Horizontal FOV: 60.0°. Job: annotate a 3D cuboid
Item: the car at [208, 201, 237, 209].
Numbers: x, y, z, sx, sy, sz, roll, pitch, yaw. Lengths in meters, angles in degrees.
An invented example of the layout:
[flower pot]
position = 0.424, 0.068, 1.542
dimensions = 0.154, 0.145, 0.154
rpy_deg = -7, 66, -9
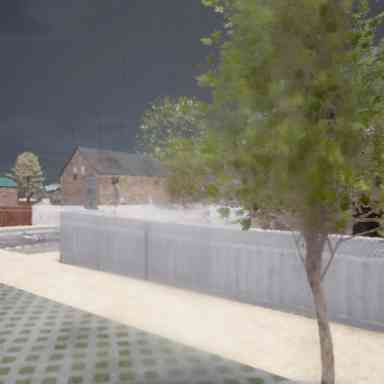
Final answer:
[car]
position = 3.816, 1.952, 36.372
dimensions = 2.150, 2.045, 5.566
rpy_deg = -1, -2, 36
